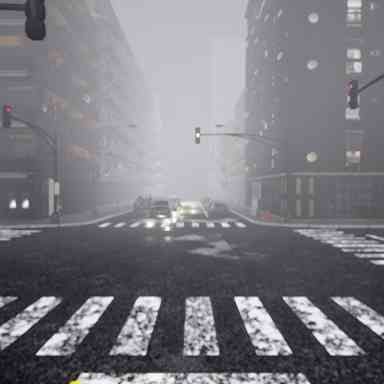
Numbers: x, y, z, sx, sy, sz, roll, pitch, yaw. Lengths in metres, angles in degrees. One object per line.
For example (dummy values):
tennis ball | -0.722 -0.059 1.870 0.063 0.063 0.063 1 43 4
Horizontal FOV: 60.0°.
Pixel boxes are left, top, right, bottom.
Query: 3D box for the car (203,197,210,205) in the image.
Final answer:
car | 2.618 1.535 37.269 2.008 1.369 4.403 -1 0 0

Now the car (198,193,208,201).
car | 2.691 1.272 81.583 2.192 1.841 5.009 -1 0 0

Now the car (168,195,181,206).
car | -2.687 1.524 51.222 2.033 1.411 5.357 0 0 1

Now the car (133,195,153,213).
car | -5.265 1.299 37.342 2.192 1.841 5.009 -1 0 0

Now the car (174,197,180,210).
car | -2.770 1.583 40.571 1.895 1.301 4.718 0 0 0

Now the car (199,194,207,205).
car | 2.656 1.517 59.426 1.887 1.381 4.507 -1 0 0

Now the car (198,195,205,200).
car | 2.714 1.530 92.661 1.802 1.307 4.206 -1 0 0

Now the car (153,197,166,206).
car | -5.233 1.557 53.954 1.802 1.307 4.206 -1 0 0

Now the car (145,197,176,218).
car | -2.790 1.492 30.471 1.837 1.490 4.892 0 0 0

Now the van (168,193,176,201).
van | -5.179 1.293 87.176 1.690 1.788 3.998 -1 0 0

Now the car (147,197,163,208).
car | -5.244 1.503 48.246 1.752 1.417 4.829 -1 0 0

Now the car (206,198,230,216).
car | 2.609 1.569 31.730 1.802 1.307 4.206 -1 0 0

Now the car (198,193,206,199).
car | 2.685 1.543 76.043 1.802 1.307 4.206 -1 0 0
